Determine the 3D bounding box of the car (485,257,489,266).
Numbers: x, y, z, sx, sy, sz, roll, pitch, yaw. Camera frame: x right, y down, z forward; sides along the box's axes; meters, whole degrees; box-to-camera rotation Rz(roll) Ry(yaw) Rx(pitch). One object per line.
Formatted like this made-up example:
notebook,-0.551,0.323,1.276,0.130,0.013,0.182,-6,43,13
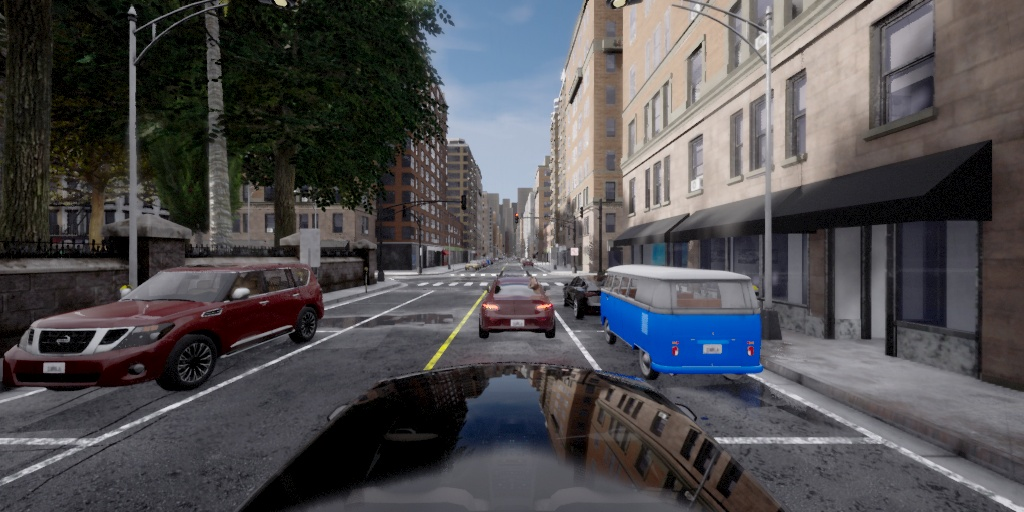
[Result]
car,-5.525,1.265,61.538,1.888,1.381,4.507,0,0,0

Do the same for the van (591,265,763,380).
van,2.869,1.090,6.968,1.690,1.789,3.998,0,0,0

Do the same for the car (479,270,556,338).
car,0.125,1.274,10.009,1.812,1.442,4.674,0,0,0

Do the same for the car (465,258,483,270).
car,-5.552,1.248,50.467,1.751,1.417,4.829,0,0,0

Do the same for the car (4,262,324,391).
car,-5.656,1.064,6.948,2.192,1.841,5.009,0,0,0

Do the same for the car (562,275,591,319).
car,2.883,1.313,12.628,1.948,1.339,4.313,0,0,0

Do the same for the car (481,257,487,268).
car,-5.538,1.271,56.087,2.007,1.370,4.403,0,0,0

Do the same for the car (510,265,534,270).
car,0.116,1.345,18.831,1.895,1.301,4.718,0,0,-1
